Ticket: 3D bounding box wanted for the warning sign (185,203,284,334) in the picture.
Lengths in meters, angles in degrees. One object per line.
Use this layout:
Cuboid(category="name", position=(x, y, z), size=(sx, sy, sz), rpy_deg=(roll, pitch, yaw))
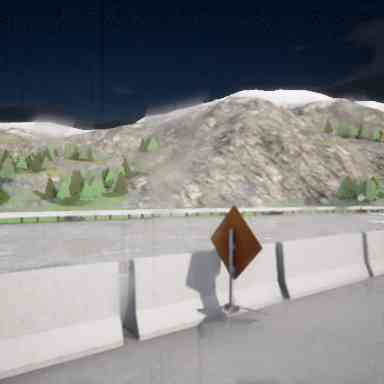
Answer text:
Cuboid(category="warning sign", position=(0.691, 1.147, 5.678), size=(1.060, 1.860, 1.300), rpy_deg=(1, 0, -35))
